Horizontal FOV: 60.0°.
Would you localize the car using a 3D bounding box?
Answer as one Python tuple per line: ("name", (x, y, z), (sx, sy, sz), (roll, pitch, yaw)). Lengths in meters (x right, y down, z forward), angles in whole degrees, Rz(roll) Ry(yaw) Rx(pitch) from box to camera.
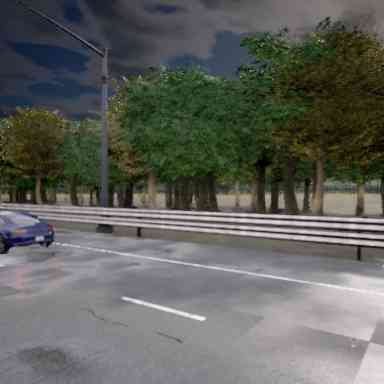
("car", (-7.448, 1.534, 13.542), (4.674, 1.442, 1.812), (0, 0, 36))
